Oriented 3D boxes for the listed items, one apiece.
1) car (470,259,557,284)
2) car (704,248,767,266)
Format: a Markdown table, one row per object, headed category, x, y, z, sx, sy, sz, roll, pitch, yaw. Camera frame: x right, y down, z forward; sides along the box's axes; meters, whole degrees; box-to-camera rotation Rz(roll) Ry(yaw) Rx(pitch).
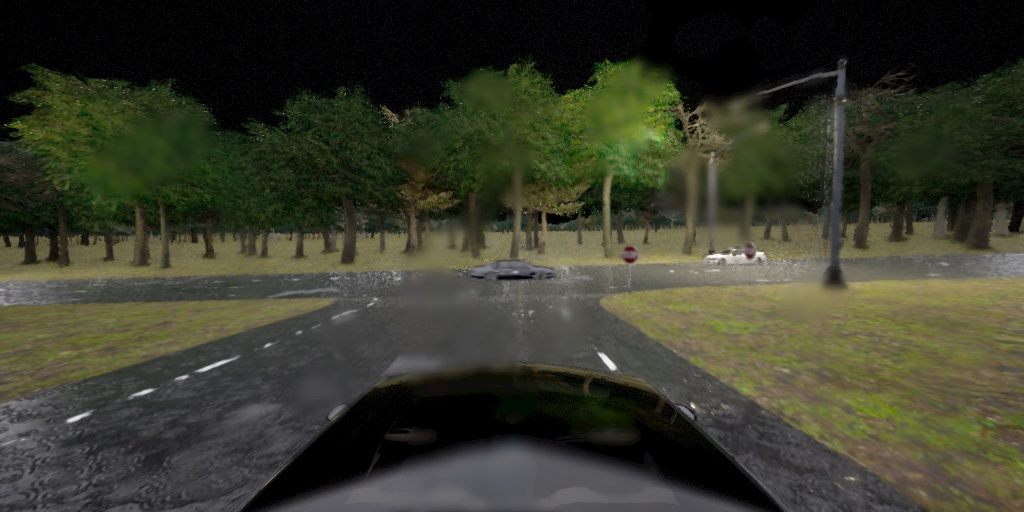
| category | x | y | z | sx | sy | sz | roll | pitch | yaw |
| --- | --- | --- | --- | --- | --- | --- | --- | --- | --- |
| car | 0.062 | 0.897 | 22.666 | 5.357 | 1.411 | 2.033 | -1 | 3 | -1 |
| car | 18.415 | 0.070 | 29.662 | 4.674 | 1.442 | 1.812 | -3 | 4 | 0 |
